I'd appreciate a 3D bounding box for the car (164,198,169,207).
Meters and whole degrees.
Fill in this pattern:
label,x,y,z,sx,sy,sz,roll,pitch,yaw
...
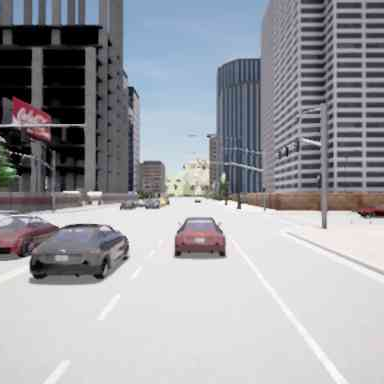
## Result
label,x,y,z,sx,sy,sz,roll,pitch,yaw
car,-5.963,2.034,62.556,1.882,1.535,5.008,0,0,1

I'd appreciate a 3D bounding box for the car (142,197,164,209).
label,x,y,z,sx,sy,sz,roll,pitch,yaw
car,-6.179,1.824,53.225,2.097,1.767,4.553,0,-1,1

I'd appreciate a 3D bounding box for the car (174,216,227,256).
label,x,y,z,sx,sy,sz,roll,pitch,yaw
car,0.322,1.689,13.736,1.994,1.385,4.181,0,-1,1

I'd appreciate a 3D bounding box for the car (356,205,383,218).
label,x,y,z,sx,sy,sz,roll,pitch,yaw
car,19.114,1.924,33.302,4.718,1.301,1.895,0,-1,1

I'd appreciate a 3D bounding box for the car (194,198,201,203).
label,x,y,z,sx,sy,sz,roll,pitch,yaw
car,1.550,2.409,90.303,1.895,1.301,4.718,0,-1,1

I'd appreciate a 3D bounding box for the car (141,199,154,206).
label,x,y,z,sx,sy,sz,roll,pitch,yaw
car,-9.303,2.172,70.046,1.994,1.385,4.181,0,-1,1

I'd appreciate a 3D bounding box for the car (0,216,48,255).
label,x,y,z,sx,sy,sz,roll,pitch,yaw
car,-6.889,1.676,13.230,1.994,1.385,4.181,0,0,1

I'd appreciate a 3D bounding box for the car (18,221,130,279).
label,x,y,z,sx,sy,sz,roll,pitch,yaw
car,-3.244,1.655,10.387,1.994,1.385,4.181,0,-1,1

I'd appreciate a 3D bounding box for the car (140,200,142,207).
label,x,y,z,sx,sy,sz,roll,pitch,yaw
car,-9.524,2.130,60.118,1.895,1.301,4.718,0,0,2

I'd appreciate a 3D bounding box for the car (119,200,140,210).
label,x,y,z,sx,sy,sz,roll,pitch,yaw
car,-9.729,1.971,50.747,1.812,1.442,4.674,0,-1,1
